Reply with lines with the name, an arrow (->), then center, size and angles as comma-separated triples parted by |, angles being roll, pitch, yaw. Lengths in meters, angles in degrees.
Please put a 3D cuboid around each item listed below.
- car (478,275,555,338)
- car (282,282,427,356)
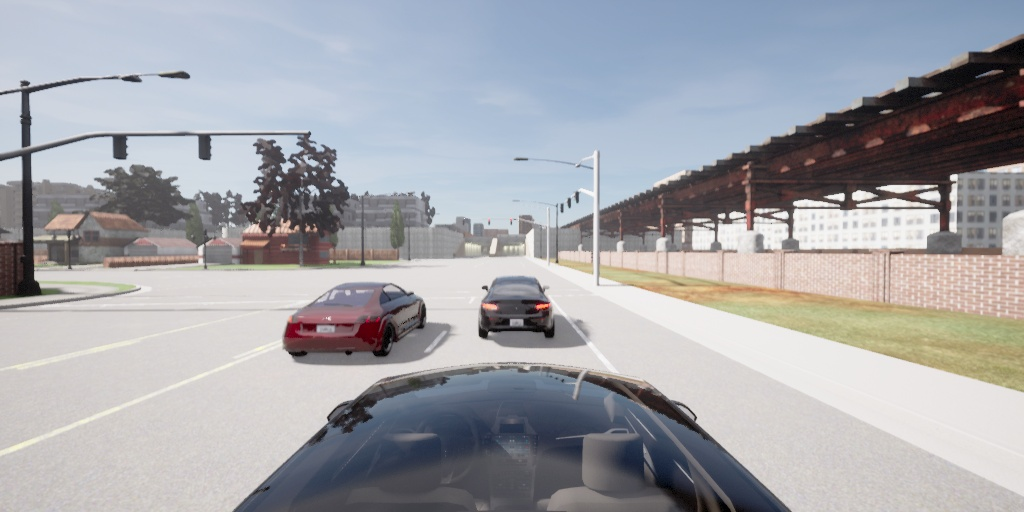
car -> 0.105, 1.260, 10.017 | 1.812, 1.442, 4.674 | 0, 0, 0
car -> -3.397, 1.301, 8.555 | 1.994, 1.385, 4.181 | 0, 0, 0
